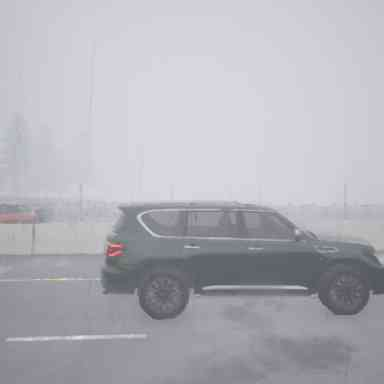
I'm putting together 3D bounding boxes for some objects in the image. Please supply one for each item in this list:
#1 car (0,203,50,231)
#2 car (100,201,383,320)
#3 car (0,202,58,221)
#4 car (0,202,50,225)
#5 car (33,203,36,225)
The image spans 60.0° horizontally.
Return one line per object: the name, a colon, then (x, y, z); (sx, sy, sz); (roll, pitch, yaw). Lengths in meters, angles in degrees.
car: (-11.624, 1.494, 20.444); (5.008, 1.535, 1.882); (0, 0, -3)
car: (0.972, 1.214, 6.929); (5.566, 2.045, 2.150); (0, 0, -3)
car: (-13.539, 1.581, 27.348); (4.181, 1.385, 1.994); (0, 0, -3)
car: (-13.132, 1.496, 23.865); (5.008, 1.535, 1.882); (0, 0, -3)
car: (-10.361, 1.367, 17.010); (4.553, 1.767, 2.097); (0, 0, -3)
